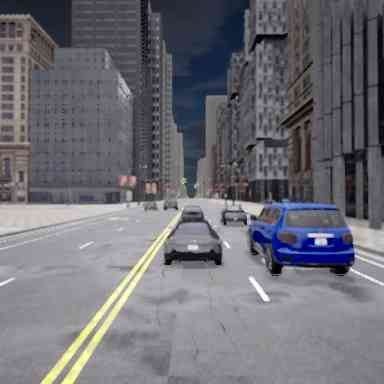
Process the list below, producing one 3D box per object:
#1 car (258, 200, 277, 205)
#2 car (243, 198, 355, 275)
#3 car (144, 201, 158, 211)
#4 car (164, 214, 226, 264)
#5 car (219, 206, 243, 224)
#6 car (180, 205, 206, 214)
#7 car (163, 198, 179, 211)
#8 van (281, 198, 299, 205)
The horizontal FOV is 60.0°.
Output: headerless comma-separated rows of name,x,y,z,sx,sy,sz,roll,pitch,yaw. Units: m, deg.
car,19.139,2.616,84.128,4.403,1.369,2.008,0,-1,0
car,3.288,1.371,11.091,2.150,2.045,5.566,0,0,1
car,-6.566,2.204,53.307,1.837,1.490,4.892,0,-1,0
car,0.051,1.730,12.456,1.994,1.385,4.181,0,-1,1
car,3.299,1.851,27.243,2.128,1.511,4.902,0,-1,1
car,0.050,1.865,27.263,1.837,1.490,4.892,0,0,0
car,-3.317,1.918,53.072,2.150,2.045,5.566,0,-1,0
van,24.758,2.395,84.106,3.998,1.788,1.690,0,-1,0
